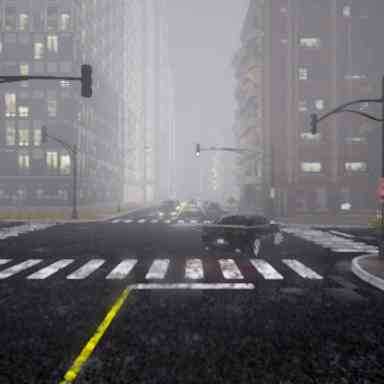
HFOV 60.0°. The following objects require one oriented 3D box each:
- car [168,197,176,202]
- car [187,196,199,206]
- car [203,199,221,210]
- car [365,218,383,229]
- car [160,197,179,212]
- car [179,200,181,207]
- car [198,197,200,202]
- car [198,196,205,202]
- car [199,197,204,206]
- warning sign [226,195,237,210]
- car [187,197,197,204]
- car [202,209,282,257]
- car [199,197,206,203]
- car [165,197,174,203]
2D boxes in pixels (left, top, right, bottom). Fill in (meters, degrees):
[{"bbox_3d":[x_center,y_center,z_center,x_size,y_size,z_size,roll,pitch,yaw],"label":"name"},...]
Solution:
[{"bbox_3d":[-5.675,2.144,95.229,1.887,1.381,4.507,0,0,0],"label":"car"},{"bbox_3d":[0.011,1.926,65.370,1.812,1.442,4.674,0,0,0],"label":"car"},{"bbox_3d":[2.748,1.838,42.771,1.802,1.307,4.206,0,0,0],"label":"car"},{"bbox_3d":[14.646,1.967,23.085,4.829,1.417,1.752,1,-1,0],"label":"car"},{"bbox_3d":[-3.086,1.736,43.202,1.882,1.535,5.008,0,0,0],"label":"car"},{"bbox_3d":[-3.051,1.921,58.723,1.994,1.385,4.181,0,0,1],"label":"car"},{"bbox_3d":[2.701,1.925,61.336,2.008,1.369,4.403,0,0,0],"label":"car"},{"bbox_3d":[2.705,2.040,95.228,1.967,1.590,4.097,0,0,0],"label":"car"},{"bbox_3d":[2.699,1.889,55.688,2.008,1.369,4.403,0,0,0],"label":"car"},{"bbox_3d":[5.072,1.372,42.889,1.300,1.860,1.060,0,0,0],"label":"warning sign"},{"bbox_3d":[0.013,1.823,75.373,2.128,1.511,4.902,0,0,0],"label":"car"},{"bbox_3d":[2.186,1.582,13.572,1.882,1.535,5.008,-1,-2,29],"label":"car"},{"bbox_3d":[2.705,2.143,89.579,1.802,1.307,4.206,0,0,0],"label":"car"},{"bbox_3d":[-5.676,2.073,83.931,2.008,1.369,4.403,0,0,0],"label":"car"}]
